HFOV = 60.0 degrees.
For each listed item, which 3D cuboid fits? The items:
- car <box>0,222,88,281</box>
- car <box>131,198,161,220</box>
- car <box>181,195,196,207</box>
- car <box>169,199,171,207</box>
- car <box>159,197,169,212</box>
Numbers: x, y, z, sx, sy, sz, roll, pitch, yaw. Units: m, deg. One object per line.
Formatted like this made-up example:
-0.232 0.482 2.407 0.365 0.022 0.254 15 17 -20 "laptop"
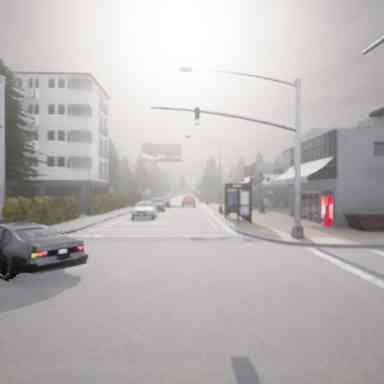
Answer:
-5.551 1.620 10.082 5.357 1.411 2.033 0 -1 31 "car"
-3.965 1.502 28.327 1.812 1.442 4.674 0 0 -1 "car"
-0.547 1.334 51.202 2.097 1.767 4.553 0 0 -1 "car"
-4.146 1.447 48.471 1.882 1.535 5.008 0 0 0 "car"
-4.075 1.478 38.330 1.837 1.490 4.892 0 0 -1 "car"
